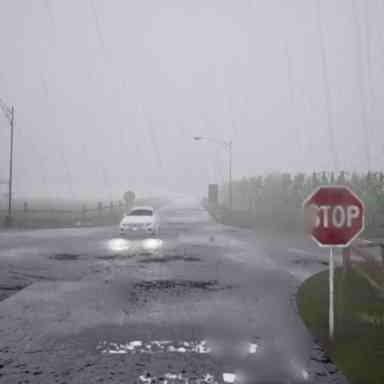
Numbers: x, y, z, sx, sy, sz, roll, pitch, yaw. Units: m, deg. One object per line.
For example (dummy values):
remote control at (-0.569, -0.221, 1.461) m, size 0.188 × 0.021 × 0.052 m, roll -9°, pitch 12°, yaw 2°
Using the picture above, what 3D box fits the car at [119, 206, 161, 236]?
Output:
car at (-2.791, 1.558, 18.684) m, size 1.812 × 1.442 × 4.674 m, roll 0°, pitch 0°, yaw 0°
